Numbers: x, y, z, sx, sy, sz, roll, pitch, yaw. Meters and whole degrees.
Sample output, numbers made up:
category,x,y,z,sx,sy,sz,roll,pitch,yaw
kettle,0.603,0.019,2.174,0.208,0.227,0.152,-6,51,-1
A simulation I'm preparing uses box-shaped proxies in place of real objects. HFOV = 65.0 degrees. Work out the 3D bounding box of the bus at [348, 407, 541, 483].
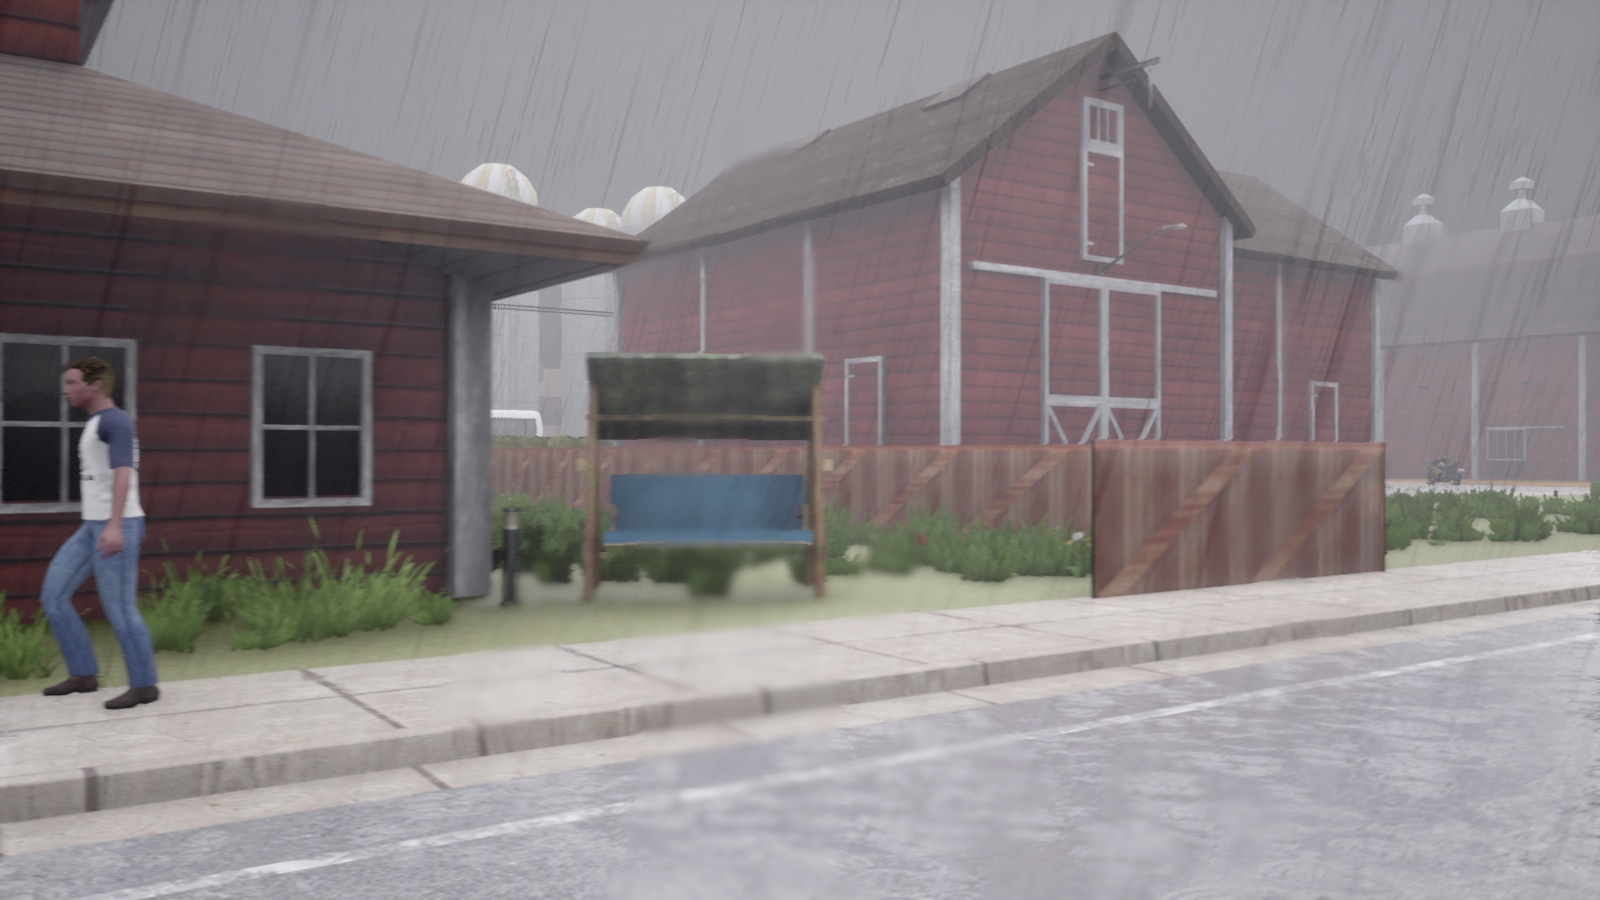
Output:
category,x,y,z,sx,sy,sz,roll,pitch,yaw
bus,-20.919,-0.266,74.273,10.273,4.253,3.944,0,0,-36

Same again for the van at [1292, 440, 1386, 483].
category,x,y,z,sx,sy,sz,roll,pitch,yaw
van,26.911,0.565,62.863,2.069,2.038,4.480,0,0,-14

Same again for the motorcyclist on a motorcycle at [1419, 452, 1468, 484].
category,x,y,z,sx,sy,sz,roll,pitch,yaw
motorcyclist on a motorcycle,31.075,0.852,60.684,0.866,1.530,2.191,0,0,-16

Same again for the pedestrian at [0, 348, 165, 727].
category,x,y,z,sx,sy,sz,roll,pitch,yaw
pedestrian,-3.684,0.424,6.442,0.706,1.836,0.354,0,0,-38
